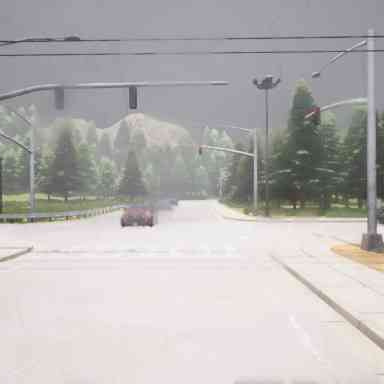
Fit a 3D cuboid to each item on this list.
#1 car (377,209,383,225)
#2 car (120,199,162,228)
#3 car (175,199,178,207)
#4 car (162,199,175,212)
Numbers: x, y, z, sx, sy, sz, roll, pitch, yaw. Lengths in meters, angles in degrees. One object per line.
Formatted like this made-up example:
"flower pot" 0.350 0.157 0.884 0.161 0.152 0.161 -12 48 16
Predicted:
"car" 14.623 1.362 22.123 4.553 1.767 2.097 0 0 1
"car" -3.563 1.448 23.145 2.097 1.767 4.553 0 0 0
"car" -3.392 1.765 56.381 1.895 1.301 4.718 0 0 1
"car" -3.514 1.653 41.797 1.812 1.442 4.674 0 0 0
